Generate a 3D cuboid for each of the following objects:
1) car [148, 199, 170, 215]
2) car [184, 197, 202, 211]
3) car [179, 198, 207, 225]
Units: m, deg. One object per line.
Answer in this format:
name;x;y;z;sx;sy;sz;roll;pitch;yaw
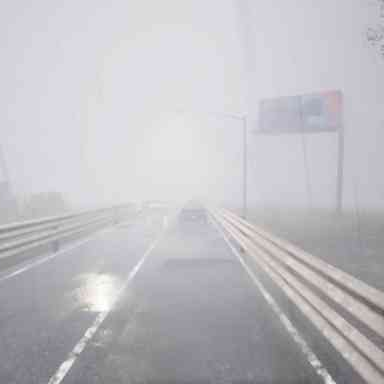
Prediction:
car;-3.270;1.465;34.032;1.882;1.535;5.008;0;0;0
car;0.096;1.475;42.442;2.128;1.511;4.902;0;0;0
car;0.099;1.468;24.283;1.882;1.535;5.008;0;0;0
